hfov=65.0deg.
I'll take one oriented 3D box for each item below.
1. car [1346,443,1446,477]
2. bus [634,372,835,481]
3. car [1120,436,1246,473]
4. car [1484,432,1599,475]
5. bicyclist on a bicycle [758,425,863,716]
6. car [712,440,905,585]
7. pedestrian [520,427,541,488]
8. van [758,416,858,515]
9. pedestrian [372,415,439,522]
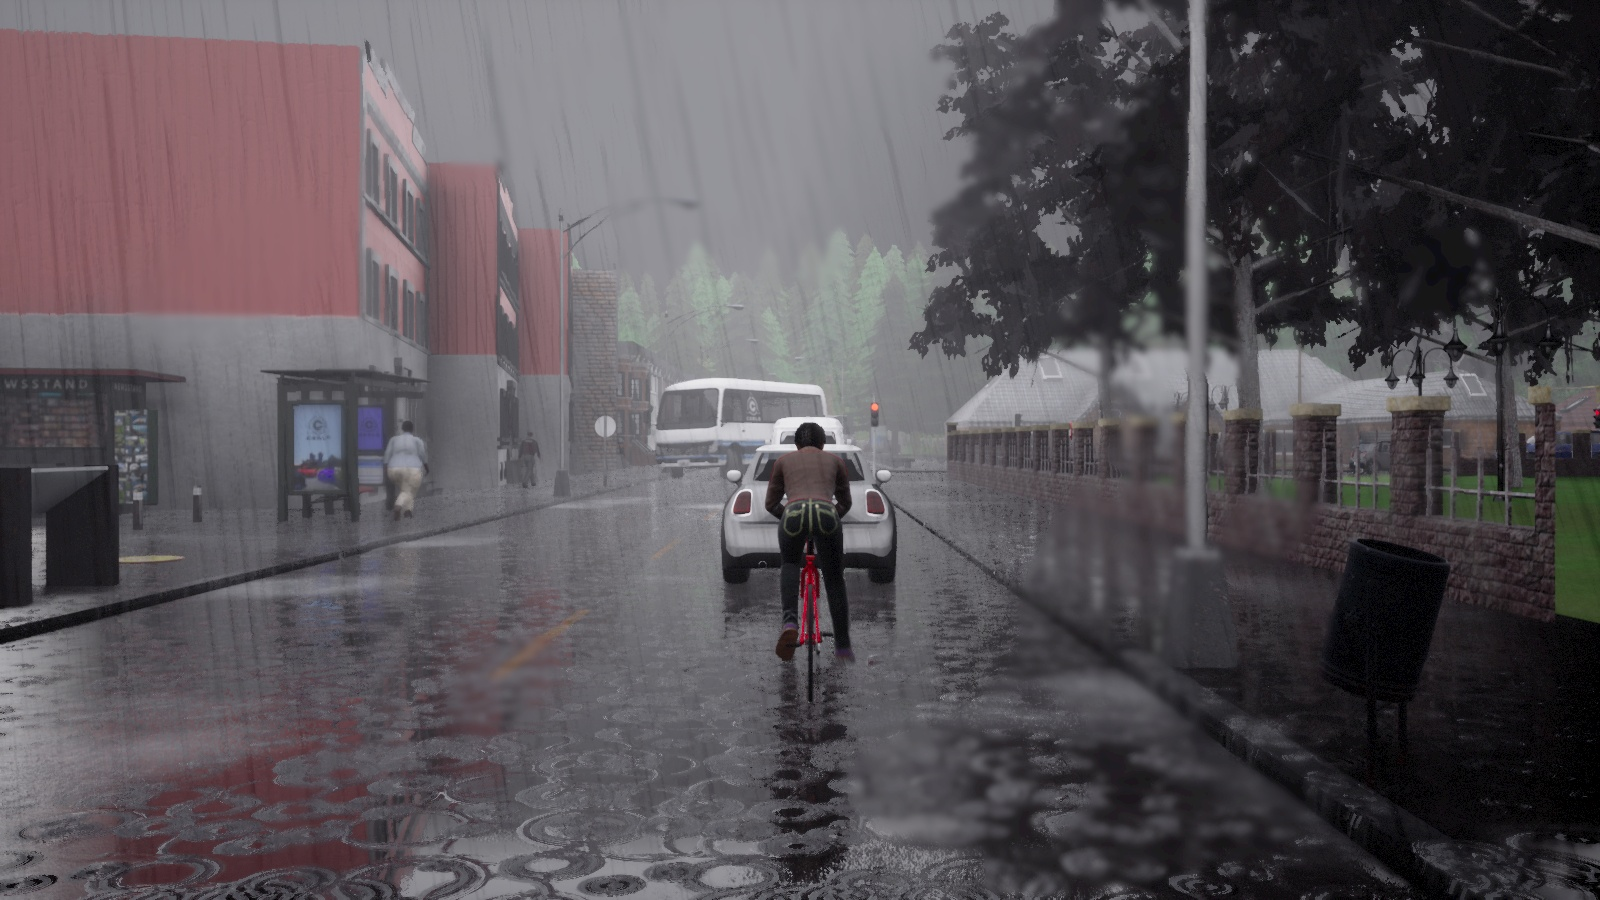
[{"bbox_3d":[26.893,0.454,56.757,3.633,1.501,1.845,0,0,-1],"label":"car"},{"bbox_3d":[-2.602,-0.950,55.116,3.944,4.253,10.273,-2,-1,28],"label":"bus"},{"bbox_3d":[17.275,0.211,56.805,5.027,1.651,2.152,0,0,-1],"label":"car"},{"bbox_3d":[36.482,0.143,60.807,5.566,2.045,2.150,0,0,1],"label":"car"},{"bbox_3d":[0.062,0.653,7.801,0.582,1.620,1.656,0,1,0],"label":"bicyclist on a bicycle"},{"bbox_3d":[0.104,0.627,14.715,1.970,1.475,3.806,0,0,0],"label":"car"},{"bbox_3d":[-8.266,0.227,38.544,0.376,1.854,0.720,0,0,14],"label":"pedestrian"},{"bbox_3d":[0.184,0.307,28.196,2.069,2.038,4.480,0,0,1],"label":"van"},{"bbox_3d":[-7.020,0.321,22.370,0.874,1.855,0.900,0,0,3],"label":"pedestrian"}]
